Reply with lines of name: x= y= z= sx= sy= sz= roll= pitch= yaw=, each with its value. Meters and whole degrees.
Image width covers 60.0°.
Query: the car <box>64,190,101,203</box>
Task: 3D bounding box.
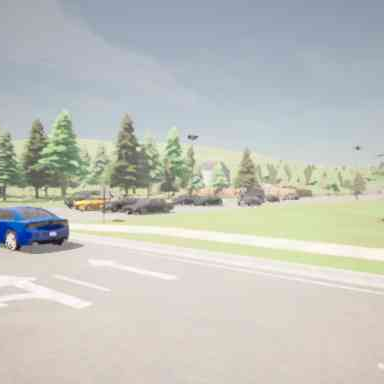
car: x=-11.392 y=0.798 z=37.211 sx=2.150 sy=2.045 sz=5.566 roll=1 pitch=1 yaw=36

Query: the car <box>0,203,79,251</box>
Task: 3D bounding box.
car: x=-6.946 y=1.295 z=13.248 sx=5.008 sy=1.535 sz=1.882 roll=1 pitch=1 yaw=35

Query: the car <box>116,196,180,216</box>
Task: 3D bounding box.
car: x=-3.813 y=1.267 z=29.800 sx=2.033 sy=1.411 sz=5.357 roll=1 pitch=1 yaw=36

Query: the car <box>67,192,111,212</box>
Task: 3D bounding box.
car: x=-9.639 y=1.102 z=33.689 sx=1.882 sy=1.535 sz=5.008 roll=1 pitch=1 yaw=36

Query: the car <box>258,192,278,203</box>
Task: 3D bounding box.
car: x=14.357 y=1.173 z=60.386 sx=2.128 sy=1.511 sz=4.902 roll=1 pitch=0 yaw=36

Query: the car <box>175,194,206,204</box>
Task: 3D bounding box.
car: x=-0.152 y=1.127 z=52.538 sx=2.033 sy=1.411 sz=5.357 roll=1 pitch=1 yaw=36

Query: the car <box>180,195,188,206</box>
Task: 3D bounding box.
car: x=-0.927 y=1.129 z=45.583 sx=1.837 sy=1.490 sz=4.892 roll=1 pitch=1 yaw=36

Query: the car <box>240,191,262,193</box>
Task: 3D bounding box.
car: x=11.733 y=0.839 z=62.711 sx=2.150 sy=2.045 sz=5.566 roll=1 pitch=0 yaw=36

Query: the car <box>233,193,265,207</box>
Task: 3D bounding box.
car: x=7.964 y=1.250 z=45.861 sx=1.812 sy=1.442 sz=4.674 roll=1 pitch=1 yaw=36

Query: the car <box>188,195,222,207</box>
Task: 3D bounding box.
car: x=2.114 y=1.152 z=43.813 sx=1.882 sy=1.535 sz=5.008 roll=1 pitch=0 yaw=36

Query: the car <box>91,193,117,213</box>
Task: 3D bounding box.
car: x=-6.685 y=1.163 z=31.801 sx=2.128 sy=1.511 sz=4.902 roll=1 pitch=1 yaw=36

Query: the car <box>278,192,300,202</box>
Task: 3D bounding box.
car: x=17.521 y=0.737 z=58.761 sx=2.097 sy=1.767 sz=4.553 roll=1 pitch=1 yaw=36

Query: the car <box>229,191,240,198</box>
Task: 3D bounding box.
car: x=9.049 y=0.554 z=64.962 sx=2.097 sy=1.767 sz=4.553 roll=1 pitch=1 yaw=36
